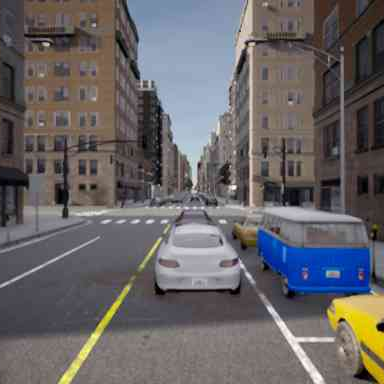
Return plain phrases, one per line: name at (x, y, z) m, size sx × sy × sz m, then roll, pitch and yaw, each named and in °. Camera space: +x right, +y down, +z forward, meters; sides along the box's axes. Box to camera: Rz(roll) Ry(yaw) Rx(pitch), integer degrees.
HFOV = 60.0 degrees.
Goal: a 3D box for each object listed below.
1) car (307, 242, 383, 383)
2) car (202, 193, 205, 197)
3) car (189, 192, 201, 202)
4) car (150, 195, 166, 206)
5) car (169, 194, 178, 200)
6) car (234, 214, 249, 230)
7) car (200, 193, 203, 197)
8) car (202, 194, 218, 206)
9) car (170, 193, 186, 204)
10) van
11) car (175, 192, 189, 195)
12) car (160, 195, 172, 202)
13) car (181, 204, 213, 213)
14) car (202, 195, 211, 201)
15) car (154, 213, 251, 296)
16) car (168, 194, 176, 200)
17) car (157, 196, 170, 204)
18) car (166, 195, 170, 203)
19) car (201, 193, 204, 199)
car at (2.677, 1.518, 2.667) m, size 1.752 × 1.417 × 4.829 m, roll 1°, pitch 0°, yaw 0°
car at (3.097, 1.399, 57.038) m, size 1.887 × 1.381 × 4.507 m, roll 1°, pitch 0°, yaw 1°
car at (0.636, 1.339, 71.729) m, size 1.812 × 1.442 × 4.674 m, roll 0°, pitch 0°, yaw 1°
car at (-5.503, 1.452, 51.618) m, size 1.802 × 1.307 × 4.206 m, roll 1°, pitch 0°, yaw 1°
car at (-4.984, 1.328, 90.319) m, size 1.947 × 1.339 × 4.313 m, roll 1°, pitch 0°, yaw 1°
car at (2.684, 1.490, 14.014) m, size 1.752 × 1.417 × 4.829 m, roll 1°, pitch 0°, yaw 0°
car at (3.245, 1.369, 68.098) m, size 1.887 × 1.381 × 4.507 m, roll 1°, pitch 0°, yaw 1°
car at (3.022, 1.435, 51.508) m, size 1.947 × 1.339 × 4.313 m, roll 1°, pitch 0°, yaw 1°
car at (-2.619, 1.414, 58.910) m, size 1.994 × 1.385 × 4.181 m, roll 0°, pitch 0°, yaw 1°
van at (2.683, 1.321, 8.170) m, size 1.690 × 1.788 × 3.998 m, roll 1°, pitch 0°, yaw 0°
car at (-2.353, 1.334, 73.964) m, size 2.128 × 1.511 × 4.902 m, roll 0°, pitch 0°, yaw 1°
car at (-5.280, 1.369, 68.204) m, size 1.887 × 1.381 × 4.507 m, roll 1°, pitch 0°, yaw 1°
car at (0.101, 1.523, 16.354) m, size 1.994 × 1.385 × 4.181 m, roll 0°, pitch 0°, yaw 0°
car at (3.393, 1.359, 79.159) m, size 1.947 × 1.339 × 4.313 m, roll 1°, pitch 0°, yaw 1°
car at (0.093, 1.505, 8.500) m, size 1.812 × 1.442 × 4.674 m, roll 0°, pitch 0°, yaw -1°
car at (-5.060, 1.304, 84.621) m, size 1.752 × 1.417 × 4.829 m, roll 1°, pitch 0°, yaw 1°
car at (-5.354, 1.391, 62.675) m, size 2.008 × 1.369 × 4.403 m, roll 1°, pitch 0°, yaw 1°
car at (-5.429, 1.421, 57.147) m, size 1.947 × 1.339 × 4.313 m, roll 1°, pitch 0°, yaw 1°
car at (3.170, 1.390, 62.568) m, size 2.008 × 1.369 × 4.403 m, roll 1°, pitch 0°, yaw 1°
